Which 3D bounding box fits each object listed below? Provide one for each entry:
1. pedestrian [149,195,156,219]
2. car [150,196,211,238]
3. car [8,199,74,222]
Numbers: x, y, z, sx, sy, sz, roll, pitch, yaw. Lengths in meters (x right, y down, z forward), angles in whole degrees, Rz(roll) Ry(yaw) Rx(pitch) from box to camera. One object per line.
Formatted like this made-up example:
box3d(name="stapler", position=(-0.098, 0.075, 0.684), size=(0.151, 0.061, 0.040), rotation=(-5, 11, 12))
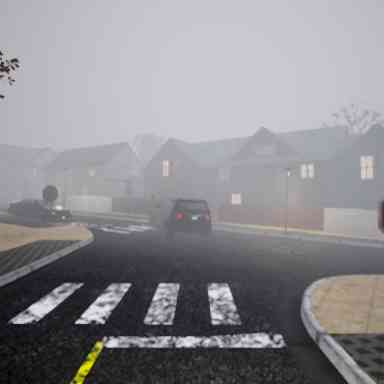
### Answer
box3d(name="pedestrian", position=(-3.034, 1.108, 25.259), size=(0.375, 1.860, 0.375), rotation=(-1, -5, 32))
box3d(name="car", position=(-0.681, 1.282, 18.388), size=(2.150, 2.045, 5.566), rotation=(4, 0, -17))
box3d(name="car", position=(-10.589, 1.194, 23.094), size=(5.357, 1.411, 2.033), rotation=(2, 0, 32))
